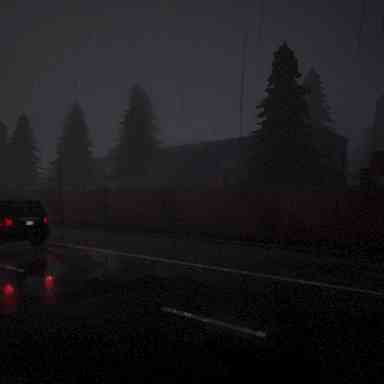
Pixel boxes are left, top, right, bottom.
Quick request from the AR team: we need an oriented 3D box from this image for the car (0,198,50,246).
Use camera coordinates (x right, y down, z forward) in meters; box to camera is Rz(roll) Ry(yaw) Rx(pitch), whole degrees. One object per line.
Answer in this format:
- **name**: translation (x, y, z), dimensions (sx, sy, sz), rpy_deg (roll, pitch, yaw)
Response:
- **car**: translation (-8.293, 1.259, 14.084), dimensions (5.566, 2.045, 2.150), rpy_deg (0, 0, 36)
